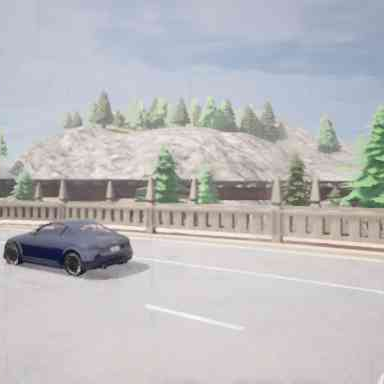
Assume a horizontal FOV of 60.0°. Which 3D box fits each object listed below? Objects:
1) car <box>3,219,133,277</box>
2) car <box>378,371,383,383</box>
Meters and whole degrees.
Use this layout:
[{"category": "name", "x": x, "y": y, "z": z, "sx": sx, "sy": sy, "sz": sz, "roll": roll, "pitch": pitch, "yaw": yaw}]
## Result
[{"category": "car", "x": -3.857, "y": 1.551, "z": 10.254, "sx": 4.181, "sy": 1.385, "sz": 1.994, "roll": 0, "pitch": 0, "yaw": 31}, {"category": "car", "x": 3.498, "y": 1.474, "z": 1.307, "sx": 4.902, "sy": 1.511, "sz": 2.128, "roll": 0, "pitch": 0, "yaw": 37}]
